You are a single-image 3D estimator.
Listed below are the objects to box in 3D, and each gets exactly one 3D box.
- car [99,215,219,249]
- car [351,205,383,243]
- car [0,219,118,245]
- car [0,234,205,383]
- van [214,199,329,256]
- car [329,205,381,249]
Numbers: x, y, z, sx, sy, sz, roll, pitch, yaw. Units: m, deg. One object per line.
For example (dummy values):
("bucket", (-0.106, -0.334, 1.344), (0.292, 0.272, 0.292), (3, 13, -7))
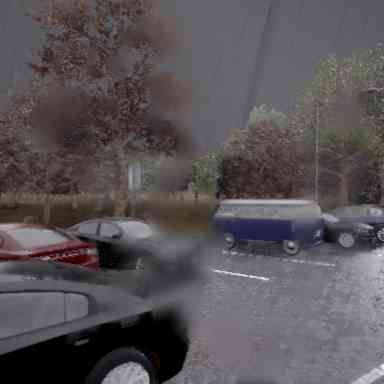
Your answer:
("car", (-1.976, 1.495, 9.791), (5.008, 1.535, 2.097), (-1, -1, 35))
("car", (7.822, 1.407, 16.518), (4.553, 1.767, 2.185), (-1, -1, 36))
("car", (-4.399, 1.486, 8.061), (5.008, 1.535, 2.097), (-1, -1, 35))
("car", (-2.356, 1.475, 3.087), (5.008, 1.535, 1.882), (0, 0, -35))
("van", (2.798, 1.288, 13.247), (4.442, 1.987, 1.878), (-1, -1, 35))
("car", (5.345, 1.522, 14.874), (5.008, 1.535, 2.097), (-1, -1, 35))
